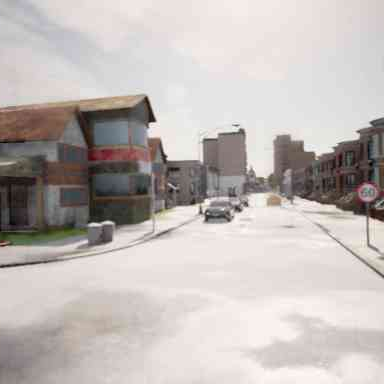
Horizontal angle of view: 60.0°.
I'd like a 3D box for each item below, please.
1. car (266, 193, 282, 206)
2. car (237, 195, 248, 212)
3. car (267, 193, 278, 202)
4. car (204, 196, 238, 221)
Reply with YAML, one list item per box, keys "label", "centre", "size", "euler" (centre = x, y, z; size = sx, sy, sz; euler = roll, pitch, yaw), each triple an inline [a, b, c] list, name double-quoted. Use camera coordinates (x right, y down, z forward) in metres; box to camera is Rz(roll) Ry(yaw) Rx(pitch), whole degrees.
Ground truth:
- label: "car"
  centre: [10.872, 0.991, 44.258]
  size: [1.882, 1.535, 5.008]
  euler: [-1, 1, 13]
- label: "car"
  centre: [4.319, 1.267, 34.491]
  size: [2.033, 1.411, 5.357]
  euler: [-1, 0, 13]
- label: "car"
  centre: [13.822, 0.902, 57.366]
  size: [1.812, 1.442, 4.674]
  euler: [-1, 0, 13]
- label: "car"
  centre: [2.127, 1.325, 24.991]
  size: [1.837, 1.490, 4.892]
  euler: [-1, 0, 13]
